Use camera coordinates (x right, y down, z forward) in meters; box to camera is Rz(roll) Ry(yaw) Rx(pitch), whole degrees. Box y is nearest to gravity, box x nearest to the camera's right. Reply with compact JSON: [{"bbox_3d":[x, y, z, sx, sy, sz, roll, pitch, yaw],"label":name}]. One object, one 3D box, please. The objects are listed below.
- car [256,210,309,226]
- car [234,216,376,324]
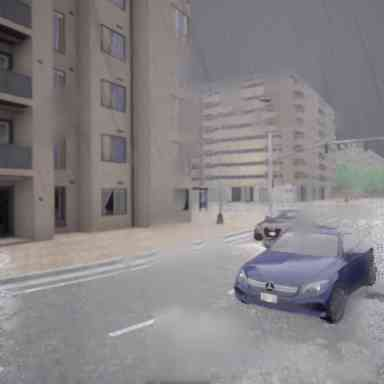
[{"bbox_3d":[4.500,1.557,15.623,1.994,1.385,4.181,0,0,35],"label":"car"},{"bbox_3d":[2.761,1.519,7.429,1.812,1.442,4.674,0,0,39],"label":"car"}]
